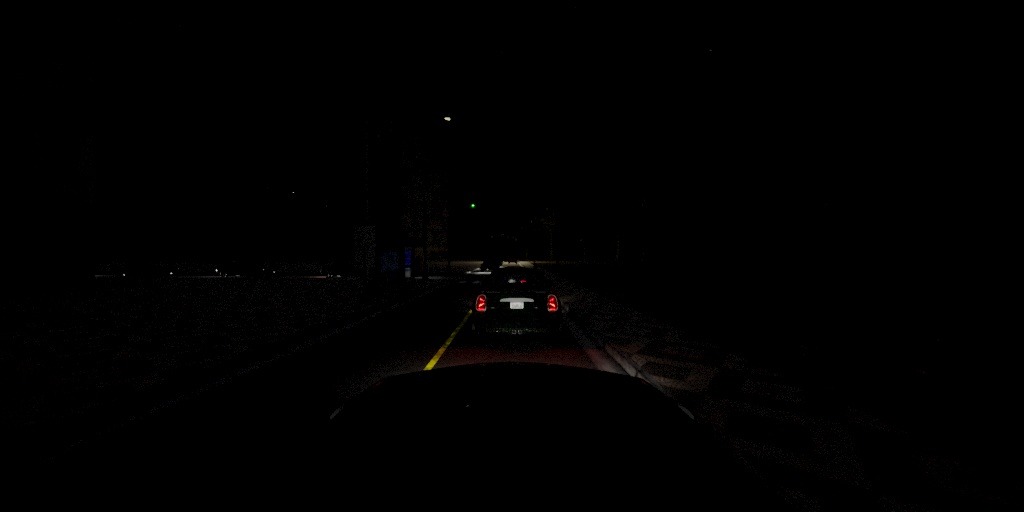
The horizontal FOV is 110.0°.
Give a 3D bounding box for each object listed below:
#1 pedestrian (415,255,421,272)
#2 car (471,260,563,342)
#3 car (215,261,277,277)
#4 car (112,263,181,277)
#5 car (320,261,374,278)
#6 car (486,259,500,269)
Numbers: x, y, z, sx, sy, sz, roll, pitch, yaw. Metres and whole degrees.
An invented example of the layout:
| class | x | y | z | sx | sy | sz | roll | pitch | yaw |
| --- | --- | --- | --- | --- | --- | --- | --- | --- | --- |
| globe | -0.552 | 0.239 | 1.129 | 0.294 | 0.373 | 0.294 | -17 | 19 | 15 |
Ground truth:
| class | x | y | z | sx | sy | sz | roll | pitch | yaw |
| --- | --- | --- | --- | --- | --- | --- | --- | --- | --- |
| pedestrian | -9.969 | 0.800 | 38.103 | 0.375 | 1.860 | 0.375 | 0 | 0 | 2 |
| car | 0.116 | 1.099 | 9.949 | 2.097 | 1.767 | 4.553 | 0 | 0 | 0 |
| car | -23.815 | 1.166 | 32.263 | 4.902 | 1.511 | 2.128 | 0 | 1 | 2 |
| car | -33.052 | 1.249 | 32.532 | 4.718 | 1.301 | 1.895 | 0 | 1 | 2 |
| car | -14.443 | 1.192 | 31.996 | 4.902 | 1.511 | 2.128 | 0 | 1 | 2 |
| car | -2.919 | 1.192 | 56.236 | 1.837 | 1.490 | 4.892 | 0 | 0 | 0 |
